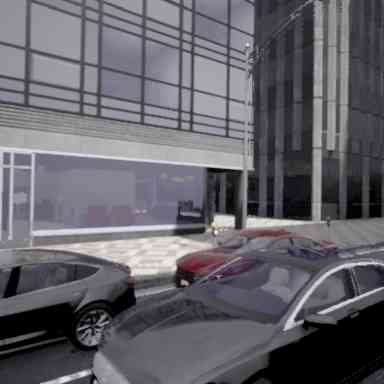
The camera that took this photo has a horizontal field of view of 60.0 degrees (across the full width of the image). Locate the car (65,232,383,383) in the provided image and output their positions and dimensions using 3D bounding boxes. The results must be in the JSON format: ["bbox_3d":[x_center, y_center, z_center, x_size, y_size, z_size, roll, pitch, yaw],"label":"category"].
[{"bbox_3d":[1.231,1.526,4.256,4.902,1.511,2.128,1,0,-35],"label":"car"}]

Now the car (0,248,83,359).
[{"bbox_3d":[-2.889,1.569,4.695,4.313,1.339,1.947,1,0,-35],"label":"car"}]

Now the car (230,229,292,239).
[{"bbox_3d":[1.691,1.605,7.960,4.507,1.381,1.887,1,0,-35],"label":"car"}]
